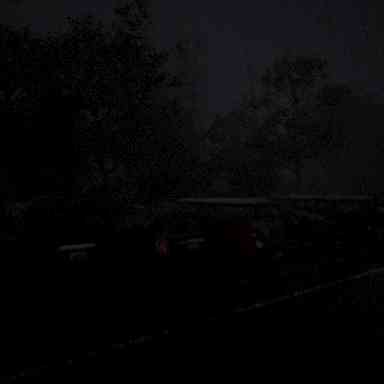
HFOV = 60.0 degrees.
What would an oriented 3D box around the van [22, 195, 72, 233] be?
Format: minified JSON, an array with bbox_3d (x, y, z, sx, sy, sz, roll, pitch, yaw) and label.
[{"bbox_3d":[-8.938,1.203,20.267,1.878,1.987,4.442,-1,0,-35],"label":"van"}]

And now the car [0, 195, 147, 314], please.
[{"bbox_3d":[-3.525,1.203,7.954,2.435,2.045,5.566,-1,0,-35],"label":"car"}]

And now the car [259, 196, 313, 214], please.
[{"bbox_3d":[9.264,1.257,33.124,2.097,1.535,5.008,0,0,-36],"label":"car"}]

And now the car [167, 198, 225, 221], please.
[{"bbox_3d":[0.202,1.340,26.645,2.097,1.535,5.008,-1,0,-36],"label":"car"}]

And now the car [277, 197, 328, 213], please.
[{"bbox_3d":[11.427,1.280,34.674,2.002,1.452,4.674,0,0,-36],"label":"car"}]

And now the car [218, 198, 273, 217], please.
[{"bbox_3d":[4.713,1.325,29.913,2.163,1.488,4.792,-1,0,-36],"label":"car"}]

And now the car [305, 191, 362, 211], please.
[{"bbox_3d":[15.971,0.960,37.891,2.435,2.045,5.566,0,0,-36],"label":"car"}]

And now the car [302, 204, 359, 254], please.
[{"bbox_3d":[3.341,1.384,12.813,2.231,1.521,4.892,-1,0,-36],"label":"car"}]

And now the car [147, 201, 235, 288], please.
[{"bbox_3d":[-1.209,1.303,9.532,2.185,1.767,4.553,-1,0,-36],"label":"car"}]

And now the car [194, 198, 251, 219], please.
[{"bbox_3d":[2.481,1.347,28.246,2.163,1.488,4.792,-1,0,-36],"label":"car"}]

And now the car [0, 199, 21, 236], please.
[{"bbox_3d":[-11.116,1.329,18.533,2.185,1.767,4.553,-1,0,-36],"label":"car"}]

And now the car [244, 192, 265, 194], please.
[{"bbox_3d":[7.008,1.023,31.484,2.435,2.045,5.566,-1,0,-36],"label":"car"}]

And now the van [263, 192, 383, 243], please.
[{"bbox_3d":[5.549,1.135,14.540,1.878,1.987,4.442,-1,0,-36],"label":"van"}]

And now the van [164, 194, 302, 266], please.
[{"bbox_3d":[1.122,1.180,11.092,1.878,1.987,4.442,-1,0,-36],"label":"van"}]
